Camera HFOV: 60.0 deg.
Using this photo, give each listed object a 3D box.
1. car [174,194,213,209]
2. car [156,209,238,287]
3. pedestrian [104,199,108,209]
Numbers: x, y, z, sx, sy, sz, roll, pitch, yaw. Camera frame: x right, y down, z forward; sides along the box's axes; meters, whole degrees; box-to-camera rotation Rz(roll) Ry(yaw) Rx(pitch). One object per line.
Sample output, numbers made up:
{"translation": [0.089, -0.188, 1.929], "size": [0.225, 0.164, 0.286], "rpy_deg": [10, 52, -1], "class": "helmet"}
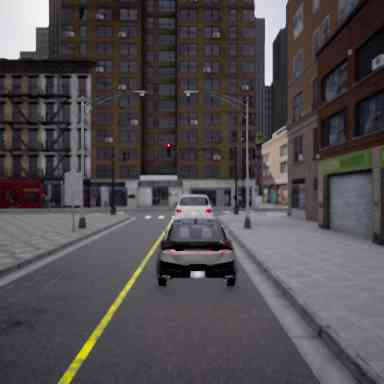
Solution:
{"translation": [0.104, 1.154, 20.137], "size": [2.150, 2.045, 5.566], "rpy_deg": [0, 0, 0], "class": "car"}
{"translation": [0.102, 1.463, 9.236], "size": [2.128, 1.511, 4.902], "rpy_deg": [0, 0, 0], "class": "car"}
{"translation": [-10.150, 1.380, 39.210], "size": [0.375, 1.300, 0.375], "rpy_deg": [0, 0, -1], "class": "pedestrian"}
